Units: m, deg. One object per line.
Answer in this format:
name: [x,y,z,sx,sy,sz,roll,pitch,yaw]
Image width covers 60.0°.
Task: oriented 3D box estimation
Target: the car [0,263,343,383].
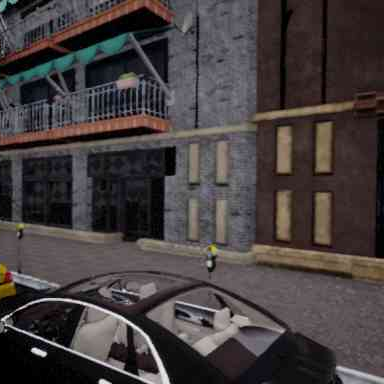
car: [-0.817,1.535,3.447,4.403,1.369,2.008,0,1,35]
